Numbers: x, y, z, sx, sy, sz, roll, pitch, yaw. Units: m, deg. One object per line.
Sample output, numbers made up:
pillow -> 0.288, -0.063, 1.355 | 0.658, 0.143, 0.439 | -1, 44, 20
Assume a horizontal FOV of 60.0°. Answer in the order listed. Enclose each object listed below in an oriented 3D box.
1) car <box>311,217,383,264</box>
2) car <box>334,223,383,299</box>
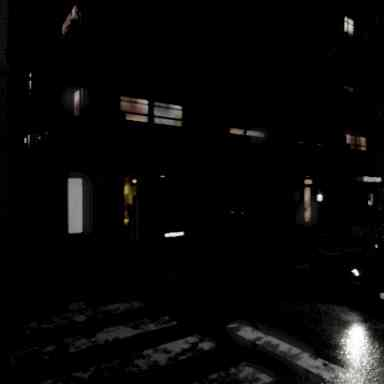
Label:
car -> 5.563, 1.505, 10.545 | 4.403, 1.369, 2.008 | 0, 0, -36
car -> 5.790, 1.512, 7.479 | 5.357, 1.411, 2.033 | 0, 0, -33
